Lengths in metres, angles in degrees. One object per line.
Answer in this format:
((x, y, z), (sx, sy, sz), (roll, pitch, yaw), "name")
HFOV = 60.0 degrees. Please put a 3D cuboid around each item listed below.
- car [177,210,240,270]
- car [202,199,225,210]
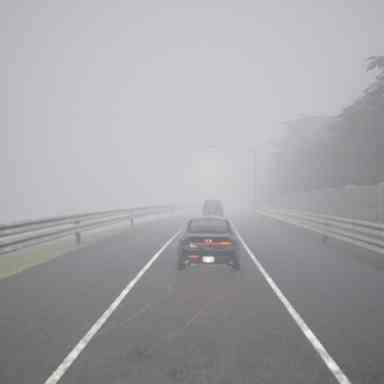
((0.559, 1.589, 11.365), (1.837, 1.490, 4.892), (0, -1, 3), "car")
((2.276, 1.815, 35.488), (2.150, 2.045, 5.566), (0, -1, 6), "car")
